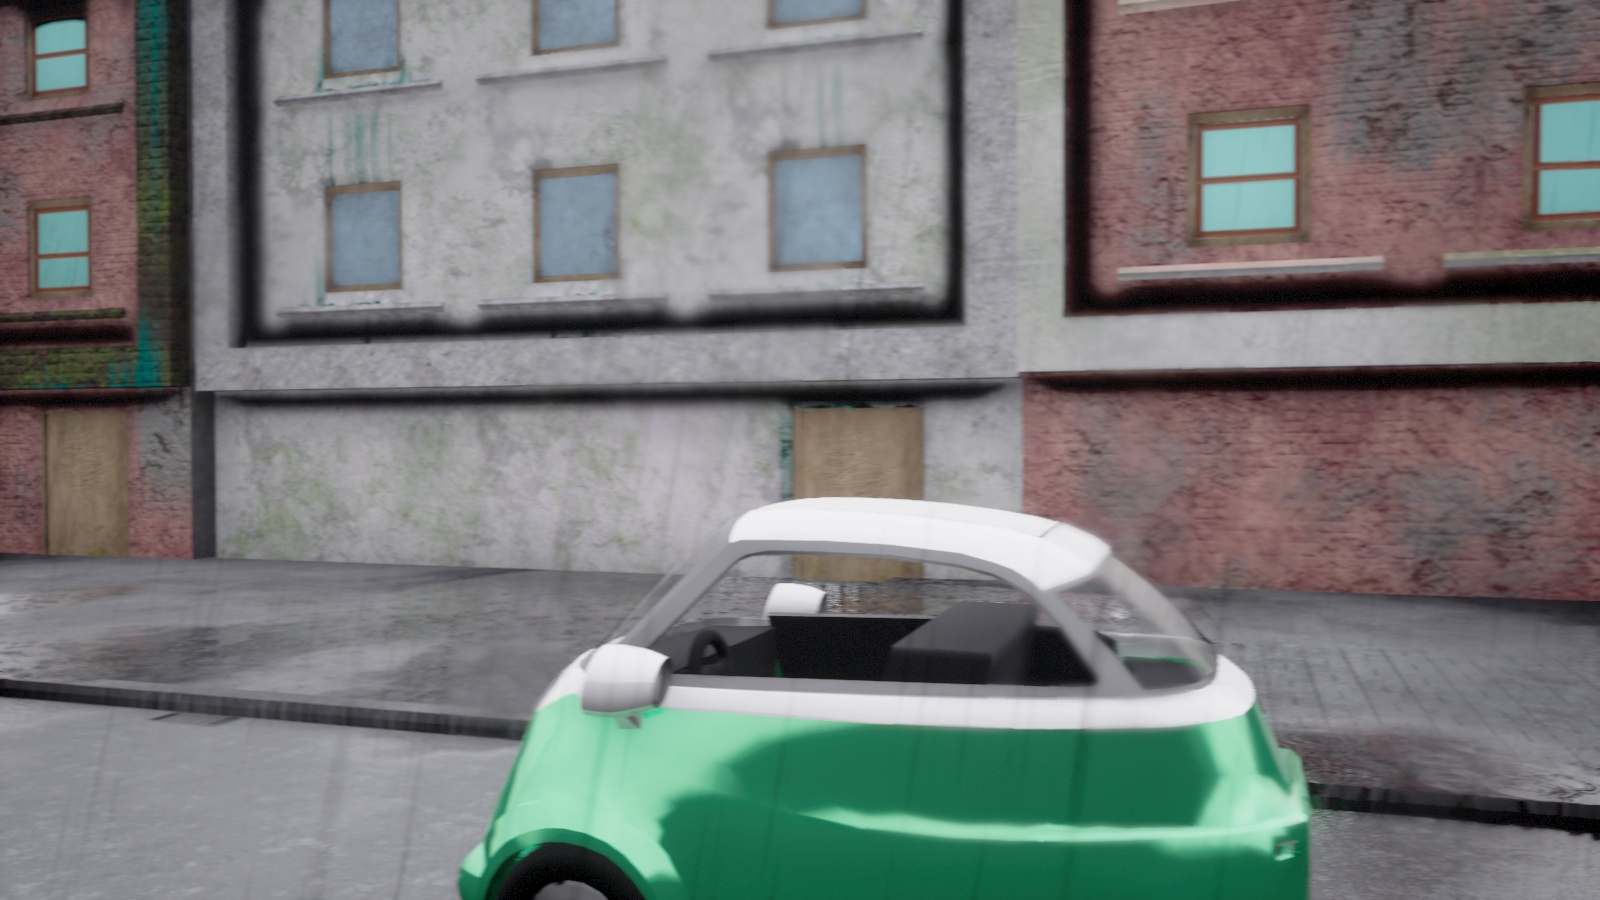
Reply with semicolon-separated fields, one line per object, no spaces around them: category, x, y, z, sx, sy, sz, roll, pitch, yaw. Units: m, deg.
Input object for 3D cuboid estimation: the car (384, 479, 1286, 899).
car;0.187;0.823;3.659;2.207;1.376;1.481;1;1;19
